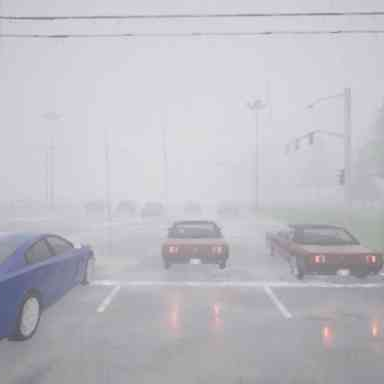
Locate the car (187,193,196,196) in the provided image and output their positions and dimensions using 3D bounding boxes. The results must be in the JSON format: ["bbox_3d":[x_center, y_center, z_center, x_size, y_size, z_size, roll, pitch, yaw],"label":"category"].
[{"bbox_3d":[-0.055,1.329,86.138,2.150,2.045,5.566,0,0,0],"label":"car"}]

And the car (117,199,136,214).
[{"bbox_3d":[-6.922,1.549,36.403,1.837,1.490,4.892,0,0,0],"label":"car"}]

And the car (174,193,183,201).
[{"bbox_3d":[-3.555,1.329,86.213,2.150,2.045,5.566,0,0,0],"label":"car"}]

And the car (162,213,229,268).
[{"bbox_3d":[0.092,1.615,11.341,1.895,1.301,4.718,0,0,0],"label":"car"}]

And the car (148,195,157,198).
[{"bbox_3d":[-10.556,1.658,86.883,1.994,1.385,4.181,0,0,0],"label":"car"}]

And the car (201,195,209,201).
[{"bbox_3d":[3.445,1.643,86.027,2.033,1.411,5.357,0,0,0],"label":"car"}]

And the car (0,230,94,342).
[{"bbox_3d":[-3.403,1.486,6.509,1.882,1.535,5.008,0,0,0],"label":"car"}]

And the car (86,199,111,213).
[{"bbox_3d":[-10.423,1.537,37.272,2.128,1.511,4.902,0,0,0],"label":"car"}]

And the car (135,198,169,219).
[{"bbox_3d":[-3.418,1.584,29.973,2.033,1.411,5.357,0,0,0],"label":"car"}]

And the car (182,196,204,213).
[{"bbox_3d":[0.076,1.572,38.432,1.812,1.442,4.674,0,0,0],"label":"car"}]

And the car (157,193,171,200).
[{"bbox_3d":[-7.055,1.329,85.916,2.150,2.045,5.566,0,0,0],"label":"car"}]

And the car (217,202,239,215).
[{"bbox_3d":[3.578,1.642,34.084,1.895,1.301,4.718,0,0,0],"label":"car"}]

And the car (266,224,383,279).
[{"bbox_3d":[3.593,1.613,10.087,1.895,1.301,4.718,0,0,0],"label":"car"}]
